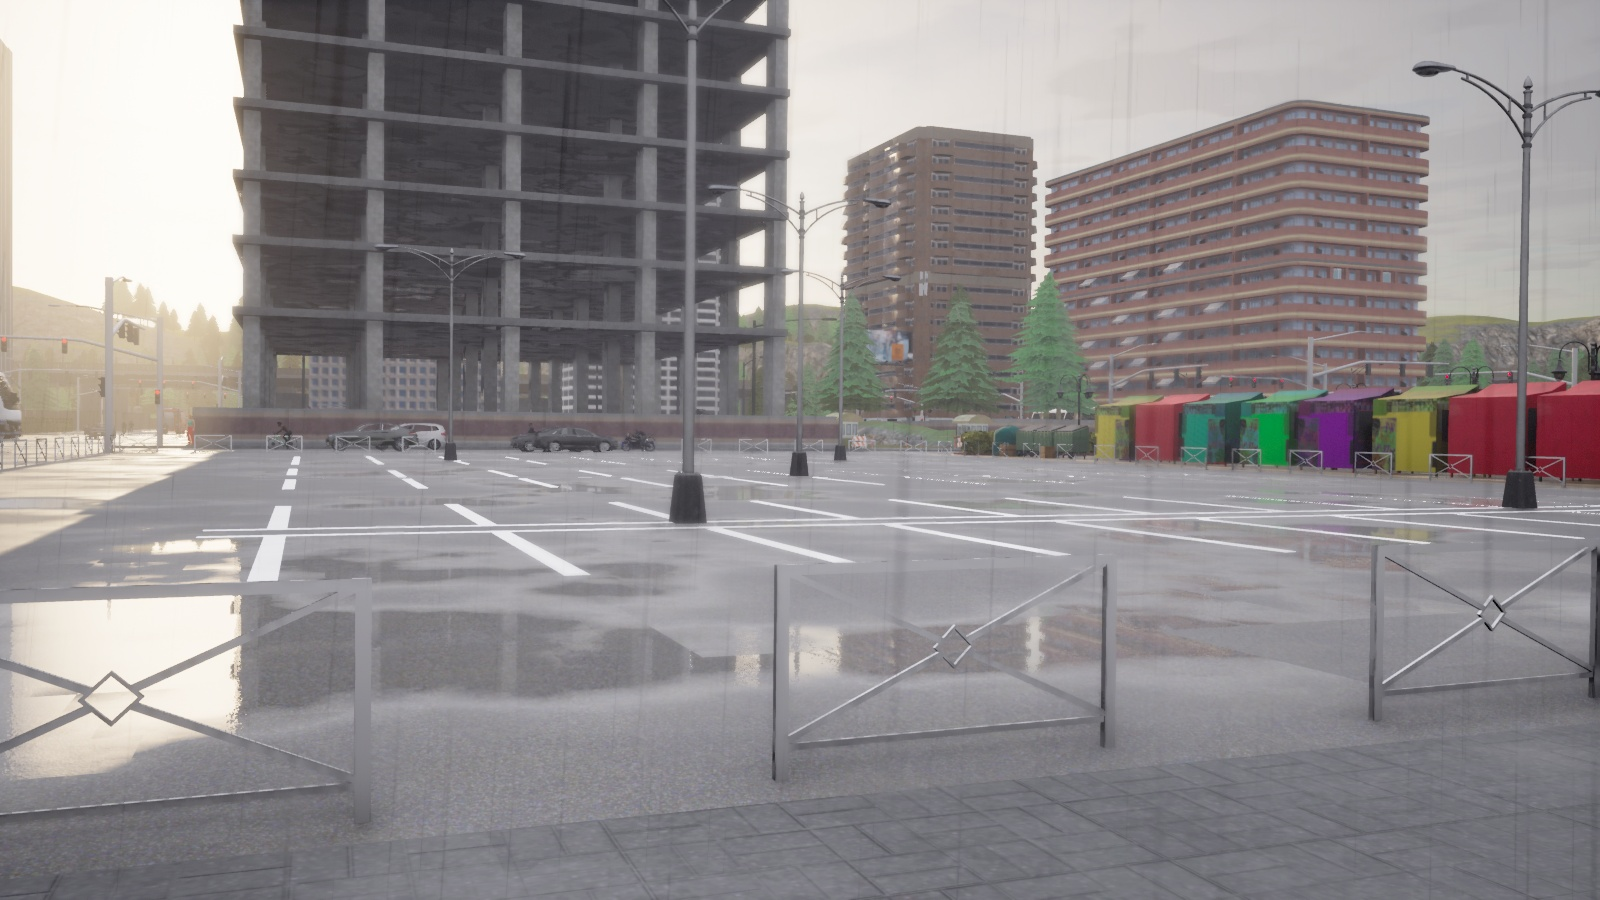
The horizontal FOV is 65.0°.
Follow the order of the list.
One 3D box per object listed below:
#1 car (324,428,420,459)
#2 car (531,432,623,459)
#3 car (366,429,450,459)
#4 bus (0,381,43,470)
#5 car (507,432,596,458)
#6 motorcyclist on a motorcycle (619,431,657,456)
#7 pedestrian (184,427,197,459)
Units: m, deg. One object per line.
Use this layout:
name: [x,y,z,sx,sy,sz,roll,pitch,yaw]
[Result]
car: [-24.227,-0.374,71.120,5.027,1.651,2.152,-1,1,-22]
car: [-12.782,-0.285,71.930,4.892,1.490,1.837,-1,1,-22]
car: [-23.501,-0.382,75.183,4.611,1.667,2.242,-1,1,-22]
bus: [-42.451,-1.126,59.939,10.273,4.253,3.944,-1,1,-23]
car: [-14.821,-0.311,74.886,4.892,1.490,1.837,-1,1,-22]
motorcyclist on a motorcycle: [-10.375,-0.419,80.431,2.191,1.530,0.866,-1,1,-22]
pedestrian: [-35.716,-0.417,73.610,0.345,1.836,0.594,0,1,19]
